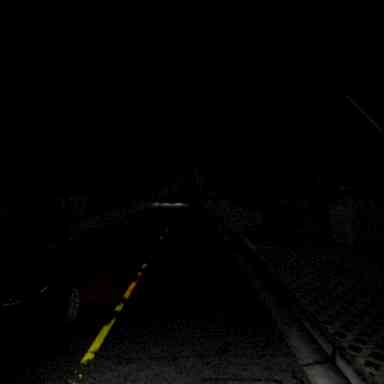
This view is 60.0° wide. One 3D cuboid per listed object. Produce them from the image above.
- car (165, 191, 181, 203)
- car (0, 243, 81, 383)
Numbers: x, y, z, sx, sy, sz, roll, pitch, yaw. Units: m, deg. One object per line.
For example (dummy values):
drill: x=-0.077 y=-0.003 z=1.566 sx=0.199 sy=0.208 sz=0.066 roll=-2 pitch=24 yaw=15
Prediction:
car: x=-2.735 y=0.675 z=48.978 sx=2.097 sy=1.767 sz=4.553 roll=0 pitch=1 yaw=0
car: x=-2.847 y=1.479 z=4.193 sx=1.812 sy=1.442 sz=4.674 roll=0 pitch=1 yaw=0
